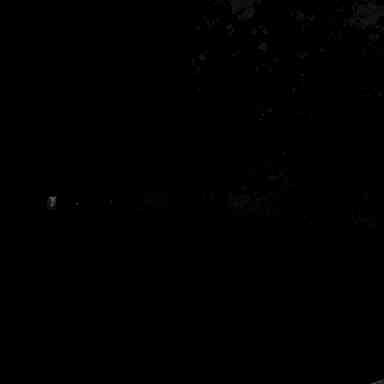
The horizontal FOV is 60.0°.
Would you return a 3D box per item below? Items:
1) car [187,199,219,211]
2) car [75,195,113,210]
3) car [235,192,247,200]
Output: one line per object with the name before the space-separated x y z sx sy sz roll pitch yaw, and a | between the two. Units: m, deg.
car | 1.773 1.492 37.114 4.674 1.442 1.812 0 0 23
car | -11.904 1.257 40.625 4.553 1.767 2.097 0 0 -13
car | 8.929 0.662 60.717 1.812 1.442 4.674 0 3 15
